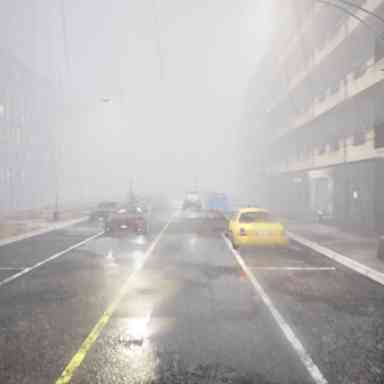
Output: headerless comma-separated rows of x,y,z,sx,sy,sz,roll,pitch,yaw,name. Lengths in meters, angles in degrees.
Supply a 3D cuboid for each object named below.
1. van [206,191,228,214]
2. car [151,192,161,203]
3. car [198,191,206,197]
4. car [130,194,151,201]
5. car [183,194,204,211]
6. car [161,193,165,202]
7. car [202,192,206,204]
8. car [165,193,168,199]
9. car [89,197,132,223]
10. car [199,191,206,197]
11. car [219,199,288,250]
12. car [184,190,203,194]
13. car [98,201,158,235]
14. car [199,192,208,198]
2.681,0.938,33.989,1.690,1.788,3.998,0,1,0,van
-5.702,1.024,45.034,2.008,1.369,4.403,0,1,0,car
2.670,0.524,89.387,1.752,1.417,4.829,0,1,0,car
-5.700,1.037,33.990,1.967,1.590,4.097,0,1,0,car
0.031,1.193,34.450,1.895,1.301,4.718,0,1,1,car
-5.703,0.963,50.558,2.008,1.369,4.403,0,1,0,car
2.679,1.018,45.036,1.887,1.381,4.507,0,1,0,car
-5.704,0.792,56.079,1.967,1.590,4.097,0,1,0,car
-5.697,1.290,22.945,1.947,1.339,4.313,0,1,0,car
2.672,0.580,83.863,1.752,1.417,4.829,0,1,0,car
2.347,1.293,13.466,1.801,1.575,5.366,0,1,0,car
0.007,0.679,46.719,2.150,2.045,5.566,0,1,0,car
-3.102,1.357,17.057,1.994,1.385,4.181,0,1,0,car
2.673,0.680,78.172,1.947,1.339,4.313,0,1,0,car
